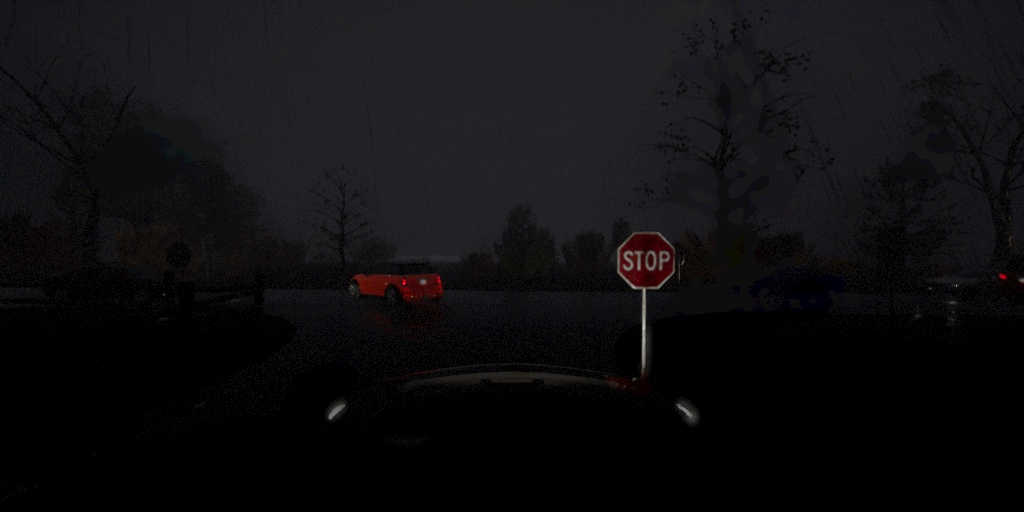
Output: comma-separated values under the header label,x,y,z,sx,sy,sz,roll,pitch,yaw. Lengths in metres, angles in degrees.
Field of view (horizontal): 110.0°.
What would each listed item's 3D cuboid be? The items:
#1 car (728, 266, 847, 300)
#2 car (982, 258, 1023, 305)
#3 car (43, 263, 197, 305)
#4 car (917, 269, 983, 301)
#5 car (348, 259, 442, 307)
label,x,y,z,sx,sy,sz,roll,pitch,yaw
car,13.164,1.231,17.324,5.008,1.535,1.882,0,1,0
car,23.129,1.085,14.324,5.566,2.045,2.150,0,1,0
car,-15.668,1.058,14.515,5.008,1.535,1.882,0,1,0
car,22.548,1.346,17.282,4.674,1.442,1.812,0,1,0
car,-4.993,0.998,15.093,4.553,1.767,2.097,1,1,41
